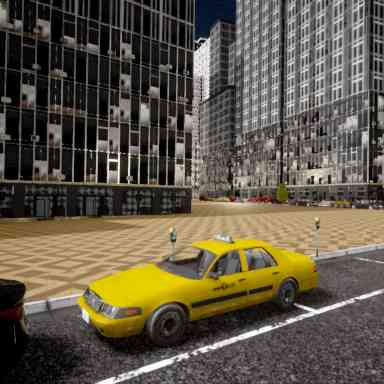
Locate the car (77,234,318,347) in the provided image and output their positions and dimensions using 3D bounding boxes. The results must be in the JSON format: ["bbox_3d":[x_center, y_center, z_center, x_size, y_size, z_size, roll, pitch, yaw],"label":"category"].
[{"bbox_3d":[0.401,1.528,6.315,4.829,1.417,1.752,0,1,-35],"label":"car"}]

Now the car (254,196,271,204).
[{"bbox_3d":[17.230,1.756,77.252,2.192,1.841,5.009,1,-1,-22],"label":"car"}]

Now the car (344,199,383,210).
[{"bbox_3d":[22.584,1.655,43.179,2.008,1.369,4.403,1,-1,-22],"label":"car"}]

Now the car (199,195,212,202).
[{"bbox_3d":[3.618,1.701,89.797,2.192,1.841,5.009,1,-1,-22],"label":"car"}]

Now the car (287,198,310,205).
[{"bbox_3d":[21.444,1.929,66.885,2.008,1.369,4.403,1,-1,-22],"label":"car"}]

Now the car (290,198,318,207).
[{"bbox_3d":[18.369,1.717,53.538,2.008,1.369,4.403,1,-1,-22],"label":"car"}]

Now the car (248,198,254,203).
[{"bbox_3d":[15.117,2.054,82.431,1.802,1.307,4.206,1,-1,-22],"label":"car"}]

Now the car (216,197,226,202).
[{"bbox_3d":[7.895,1.848,79.279,1.752,1.417,4.829,1,-1,-22],"label":"car"}]

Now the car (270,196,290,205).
[{"bbox_3d":[16.263,1.638,58.719,1.967,1.590,4.097,1,-1,-22],"label":"car"}]

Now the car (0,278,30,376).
[{"bbox_3d":[-3.964,1.565,3.258,4.313,1.339,1.947,0,1,-36],"label":"car"}]

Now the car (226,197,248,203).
[{"bbox_3d":[9.939,1.732,74.258,1.967,1.590,4.097,1,-1,-22],"label":"car"}]

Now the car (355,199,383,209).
[{"bbox_3d":[27.770,1.835,51.340,2.008,1.369,4.403,1,-1,-22],"label":"car"}]

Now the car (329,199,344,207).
[{"bbox_3d":[25.597,1.842,56.679,1.752,1.417,4.829,1,-1,-22],"label":"car"}]
